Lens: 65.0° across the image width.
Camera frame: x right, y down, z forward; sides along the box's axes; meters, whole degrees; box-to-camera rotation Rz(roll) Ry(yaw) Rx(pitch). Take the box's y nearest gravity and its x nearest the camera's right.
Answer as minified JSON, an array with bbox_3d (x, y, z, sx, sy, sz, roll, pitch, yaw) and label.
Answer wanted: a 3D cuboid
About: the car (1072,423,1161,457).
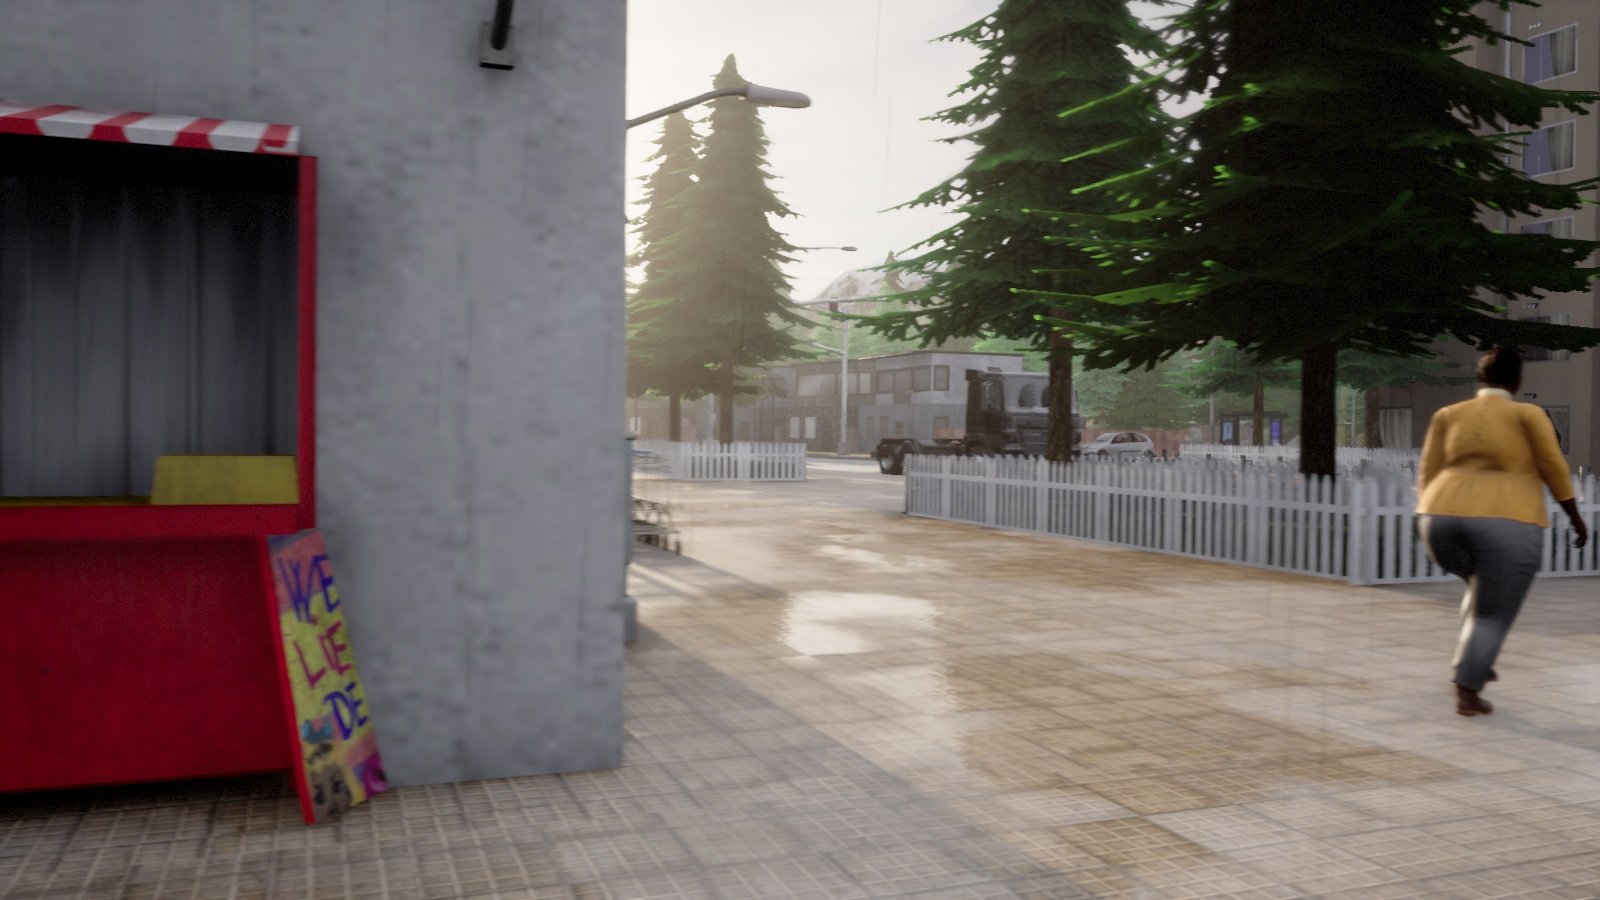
[{"bbox_3d":[16.092,-0.518,63.875,3.988,1.617,1.851,-1,1,-20],"label":"car"}]

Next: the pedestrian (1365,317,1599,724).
[{"bbox_3d":[3.523,0.310,6.326,0.900,1.855,0.874,-1,1,-32],"label":"pedestrian"}]

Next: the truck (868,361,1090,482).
[{"bbox_3d":[5.482,-0.881,40.107,2.891,3.462,7.936,-1,1,-28],"label":"truck"}]
